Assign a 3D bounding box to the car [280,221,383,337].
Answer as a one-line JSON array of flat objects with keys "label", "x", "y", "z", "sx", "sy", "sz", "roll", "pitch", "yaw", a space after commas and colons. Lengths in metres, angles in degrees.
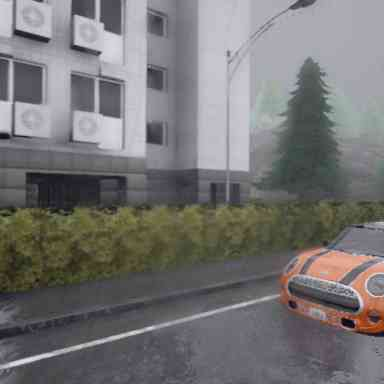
[{"label": "car", "x": 3.890, "y": 1.414, "z": 6.731, "sx": 4.553, "sy": 1.767, "sz": 2.097, "roll": 1, "pitch": 0, "yaw": -35}]
